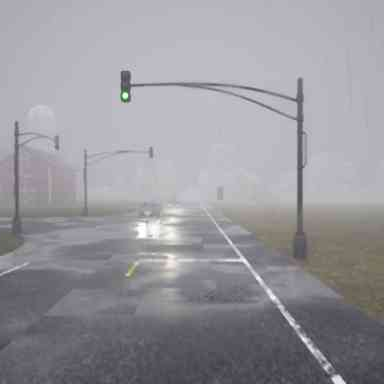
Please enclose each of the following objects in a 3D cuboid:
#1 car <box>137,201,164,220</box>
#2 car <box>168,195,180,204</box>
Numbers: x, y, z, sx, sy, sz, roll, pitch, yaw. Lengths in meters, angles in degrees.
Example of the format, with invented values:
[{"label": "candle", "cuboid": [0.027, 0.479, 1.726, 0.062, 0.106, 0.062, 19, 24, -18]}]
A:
[{"label": "car", "cuboid": [-3.510, 1.549, 28.709, 2.128, 1.511, 4.902, 0, -1, 0]}, {"label": "car", "cuboid": [-3.532, 1.470, 64.903, 2.097, 1.767, 4.553, 0, 0, 0]}]
